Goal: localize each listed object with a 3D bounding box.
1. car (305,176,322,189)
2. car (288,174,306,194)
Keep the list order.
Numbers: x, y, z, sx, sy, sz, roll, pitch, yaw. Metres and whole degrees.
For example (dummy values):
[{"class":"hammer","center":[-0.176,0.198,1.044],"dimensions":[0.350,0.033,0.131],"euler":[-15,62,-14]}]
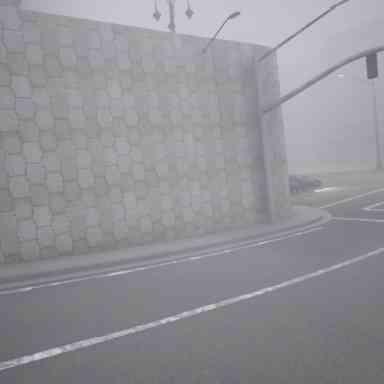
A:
[{"class":"car","center":[9.631,-0.904,30.406],"dimensions":[1.994,1.385,4.181],"euler":[-10,6,-34]},{"class":"car","center":[6.810,-0.600,28.344],"dimensions":[2.097,1.767,4.553],"euler":[-10,6,-35]}]
